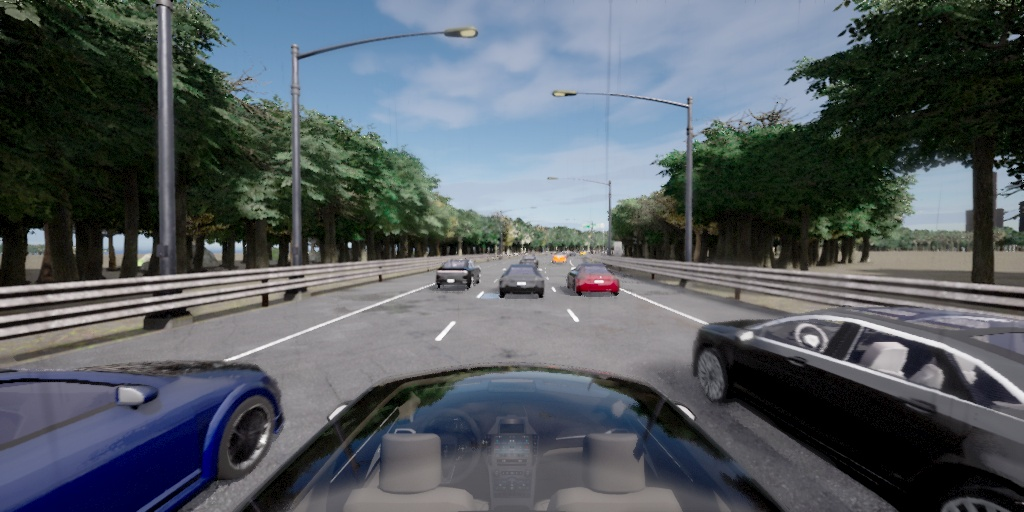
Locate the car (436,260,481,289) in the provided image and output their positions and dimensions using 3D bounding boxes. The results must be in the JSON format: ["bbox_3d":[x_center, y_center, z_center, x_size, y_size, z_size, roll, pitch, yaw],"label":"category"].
[{"bbox_3d":[-2.884,0.951,20.001,2.128,1.511,4.902,0,1,3],"label":"car"}]

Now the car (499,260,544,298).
[{"bbox_3d":[0.479,1.074,16.844,1.994,1.385,4.181,0,1,2],"label":"car"}]

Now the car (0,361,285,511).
[{"bbox_3d":[-3.359,1.309,1.997,1.994,1.385,4.181,0,1,0],"label":"car"}]

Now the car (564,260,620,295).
[{"bbox_3d":[3.898,1.061,17.675,1.994,1.385,4.181,0,1,2],"label":"car"}]

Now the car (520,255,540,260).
[{"bbox_3d":[1.866,0.665,37.556,2.128,1.511,4.902,0,1,5],"label":"car"}]

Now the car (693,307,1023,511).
[{"bbox_3d":[3.525,1.217,3.278,2.128,1.511,4.902,0,1,0],"label":"car"}]

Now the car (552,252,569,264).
[{"bbox_3d":[7.382,0.226,55.695,2.097,1.767,4.553,0,1,8],"label":"car"}]
